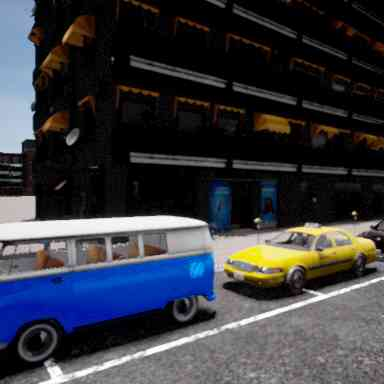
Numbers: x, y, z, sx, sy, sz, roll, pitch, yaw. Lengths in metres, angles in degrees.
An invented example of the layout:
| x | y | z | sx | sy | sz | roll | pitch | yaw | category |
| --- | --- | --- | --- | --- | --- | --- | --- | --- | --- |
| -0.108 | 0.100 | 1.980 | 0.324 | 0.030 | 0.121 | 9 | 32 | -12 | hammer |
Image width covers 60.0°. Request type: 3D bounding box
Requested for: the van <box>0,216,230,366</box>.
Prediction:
| x | y | z | sx | sy | sz | roll | pitch | yaw | category |
| --- | --- | --- | --- | --- | --- | --- | --- | --- | --- |
| -1.478 | 1.339 | 5.504 | 3.998 | 1.788 | 1.690 | 0 | 0 | -35 | van |

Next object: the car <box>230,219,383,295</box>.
| x | y | z | sx | sy | sz | roll | pitch | yaw | category |
| --- | --- | --- | --- | --- | --- | --- | --- | --- | --- |
| 2.995 | 1.518 | 8.695 | 4.829 | 1.417 | 1.752 | 0 | 0 | -35 | car |
